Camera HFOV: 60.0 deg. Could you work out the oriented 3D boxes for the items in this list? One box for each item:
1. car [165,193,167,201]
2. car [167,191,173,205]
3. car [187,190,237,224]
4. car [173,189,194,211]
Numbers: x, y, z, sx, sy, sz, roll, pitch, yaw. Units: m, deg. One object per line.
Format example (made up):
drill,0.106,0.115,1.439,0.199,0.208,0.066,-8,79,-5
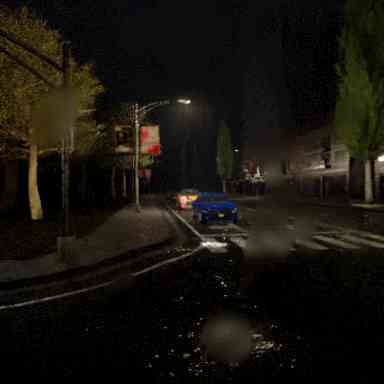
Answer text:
car,-2.917,0.546,47.988,2.033,1.411,5.357,0,1,-7
car,-1.480,0.576,37.482,1.882,1.535,5.008,0,1,-8
car,1.106,0.814,18.468,1.882,1.535,5.008,0,1,-7
car,-0.146,0.565,27.599,2.097,1.767,4.553,0,1,-7
